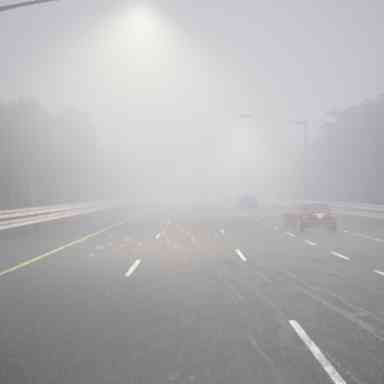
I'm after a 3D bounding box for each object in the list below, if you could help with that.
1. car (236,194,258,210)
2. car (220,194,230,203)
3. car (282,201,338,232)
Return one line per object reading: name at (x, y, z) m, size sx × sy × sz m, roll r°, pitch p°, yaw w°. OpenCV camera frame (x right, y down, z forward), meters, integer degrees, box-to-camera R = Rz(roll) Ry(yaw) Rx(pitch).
car at (7.091, 1.270, 43.322) m, size 2.150 × 2.045 × 5.566 m, roll 0°, pitch 0°, yaw 0°
car at (7.271, 1.573, 72.649) m, size 1.882 × 1.535 × 5.008 m, roll 0°, pitch 0°, yaw 0°
car at (7.017, 1.367, 20.325) m, size 2.097 × 1.767 × 4.553 m, roll 0°, pitch 0°, yaw 0°
